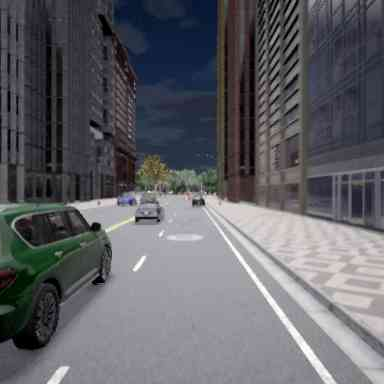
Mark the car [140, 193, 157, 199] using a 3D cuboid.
[{"bbox_3d":[-6.568,1.109,50.825,2.150,2.045,5.566,0,0,0],"label":"car"}]

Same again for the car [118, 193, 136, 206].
[{"bbox_3d":[-9.817,1.109,50.378,2.150,2.045,5.566,0,0,0],"label":"car"}]

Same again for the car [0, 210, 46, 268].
[{"bbox_3d":[-6.600,1.457,10.384,1.882,1.535,5.008,0,0,0],"label":"car"}]

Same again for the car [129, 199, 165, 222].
[{"bbox_3d":[-3.146,1.494,25.364,2.033,1.411,5.357,0,0,0],"label":"car"}]

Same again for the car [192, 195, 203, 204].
[{"bbox_3d":[0.980,1.321,59.556,1.801,1.575,5.366,0,0,0],"label":"car"}]

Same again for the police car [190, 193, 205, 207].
[{"bbox_3d":[0.979,1.315,49.476,1.930,1.638,5.238,0,0,0],"label":"police car"}]

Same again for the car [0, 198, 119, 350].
[{"bbox_3d":[-3.150,1.209,6.333,2.150,2.045,5.566,0,0,0],"label":"car"}]

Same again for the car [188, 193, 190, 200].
[{"bbox_3d":[0.008,1.020,83.812,2.097,1.767,4.553,0,0,0],"label":"car"}]
